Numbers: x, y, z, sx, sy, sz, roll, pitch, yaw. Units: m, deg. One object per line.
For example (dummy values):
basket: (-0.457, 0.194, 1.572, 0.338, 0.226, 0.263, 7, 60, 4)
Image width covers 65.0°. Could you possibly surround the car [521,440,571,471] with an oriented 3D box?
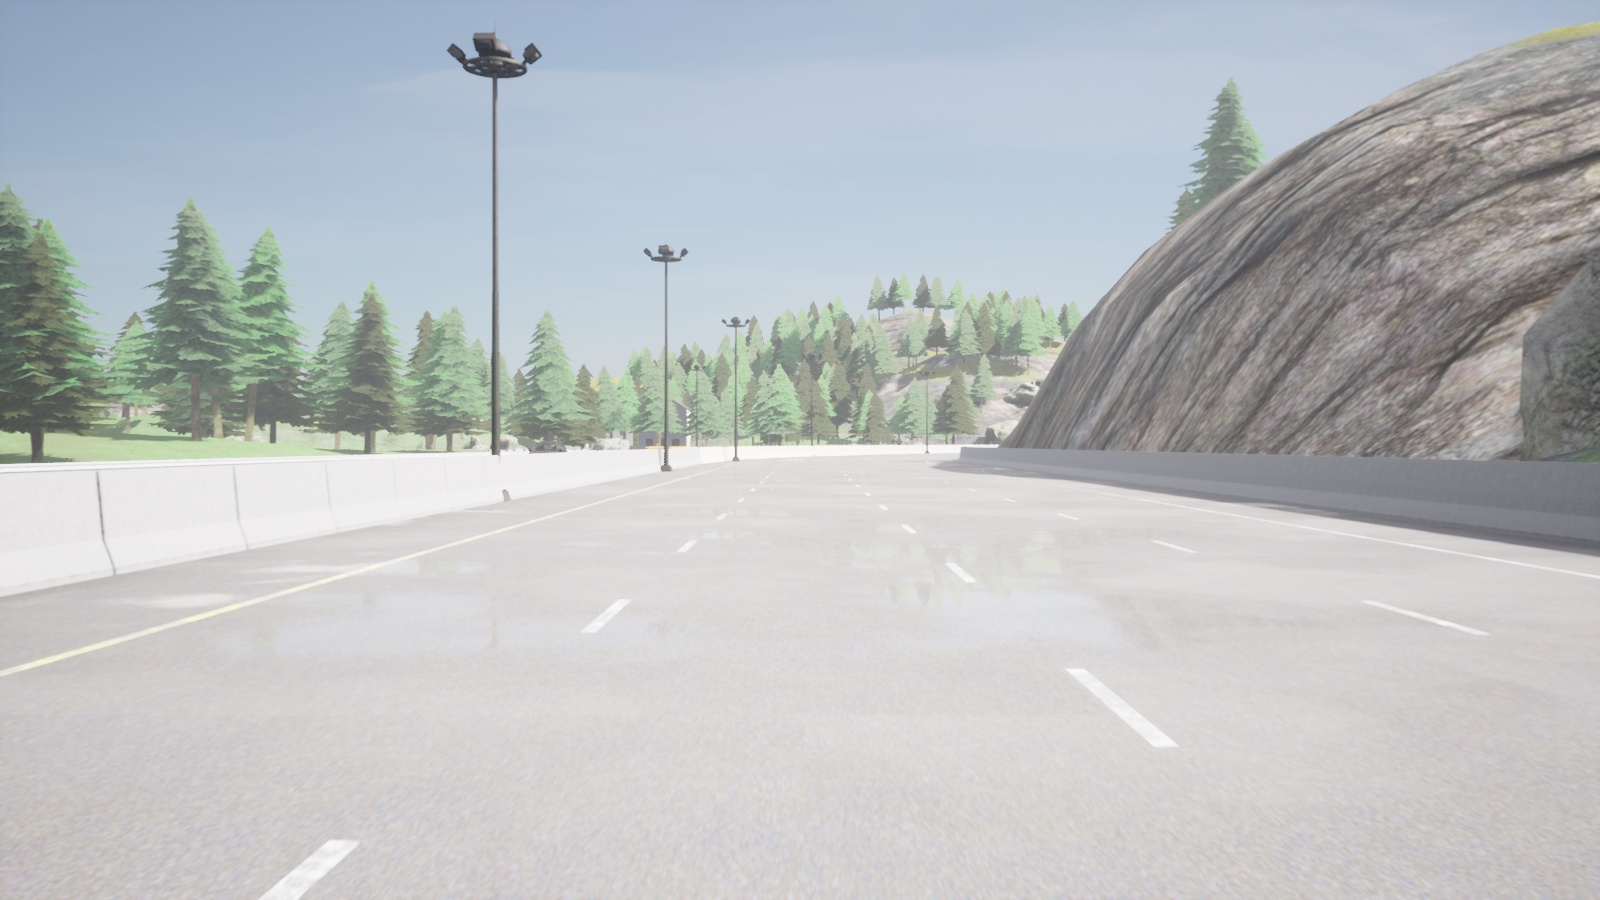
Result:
car: (-13.601, 0.261, 67.514, 1.851, 1.617, 3.988, 0, 0, 0)
